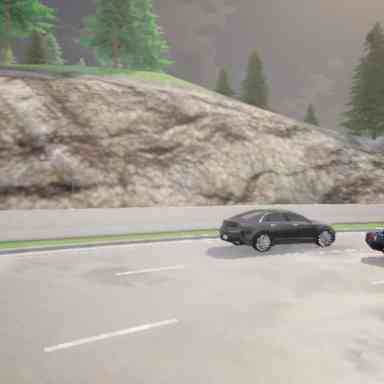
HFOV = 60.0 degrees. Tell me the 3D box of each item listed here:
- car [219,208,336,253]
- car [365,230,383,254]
[{"bbox_3d":[3.462,1.422,13.181,4.892,1.490,1.837,0,0,-23],"label":"car"},{"bbox_3d":[8.288,1.562,11.016,4.718,1.301,1.895,0,0,-18],"label":"car"}]
